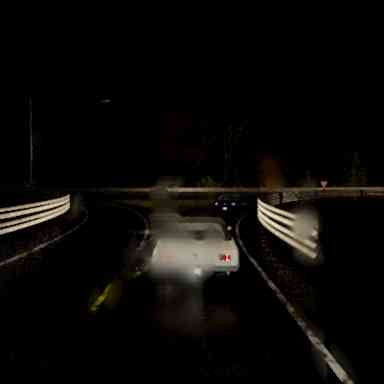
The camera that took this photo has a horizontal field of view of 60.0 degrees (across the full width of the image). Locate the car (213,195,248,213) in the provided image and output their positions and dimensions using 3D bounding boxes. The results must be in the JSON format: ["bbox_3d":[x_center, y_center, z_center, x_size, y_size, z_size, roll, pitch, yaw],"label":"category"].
[{"bbox_3d":[3.166,0.862,26.359,1.895,1.301,4.718,1,2,20],"label":"car"}]

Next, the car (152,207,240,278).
[{"bbox_3d":[0.159,1.339,9.236,1.895,1.301,4.718,0,2,2],"label":"car"}]
